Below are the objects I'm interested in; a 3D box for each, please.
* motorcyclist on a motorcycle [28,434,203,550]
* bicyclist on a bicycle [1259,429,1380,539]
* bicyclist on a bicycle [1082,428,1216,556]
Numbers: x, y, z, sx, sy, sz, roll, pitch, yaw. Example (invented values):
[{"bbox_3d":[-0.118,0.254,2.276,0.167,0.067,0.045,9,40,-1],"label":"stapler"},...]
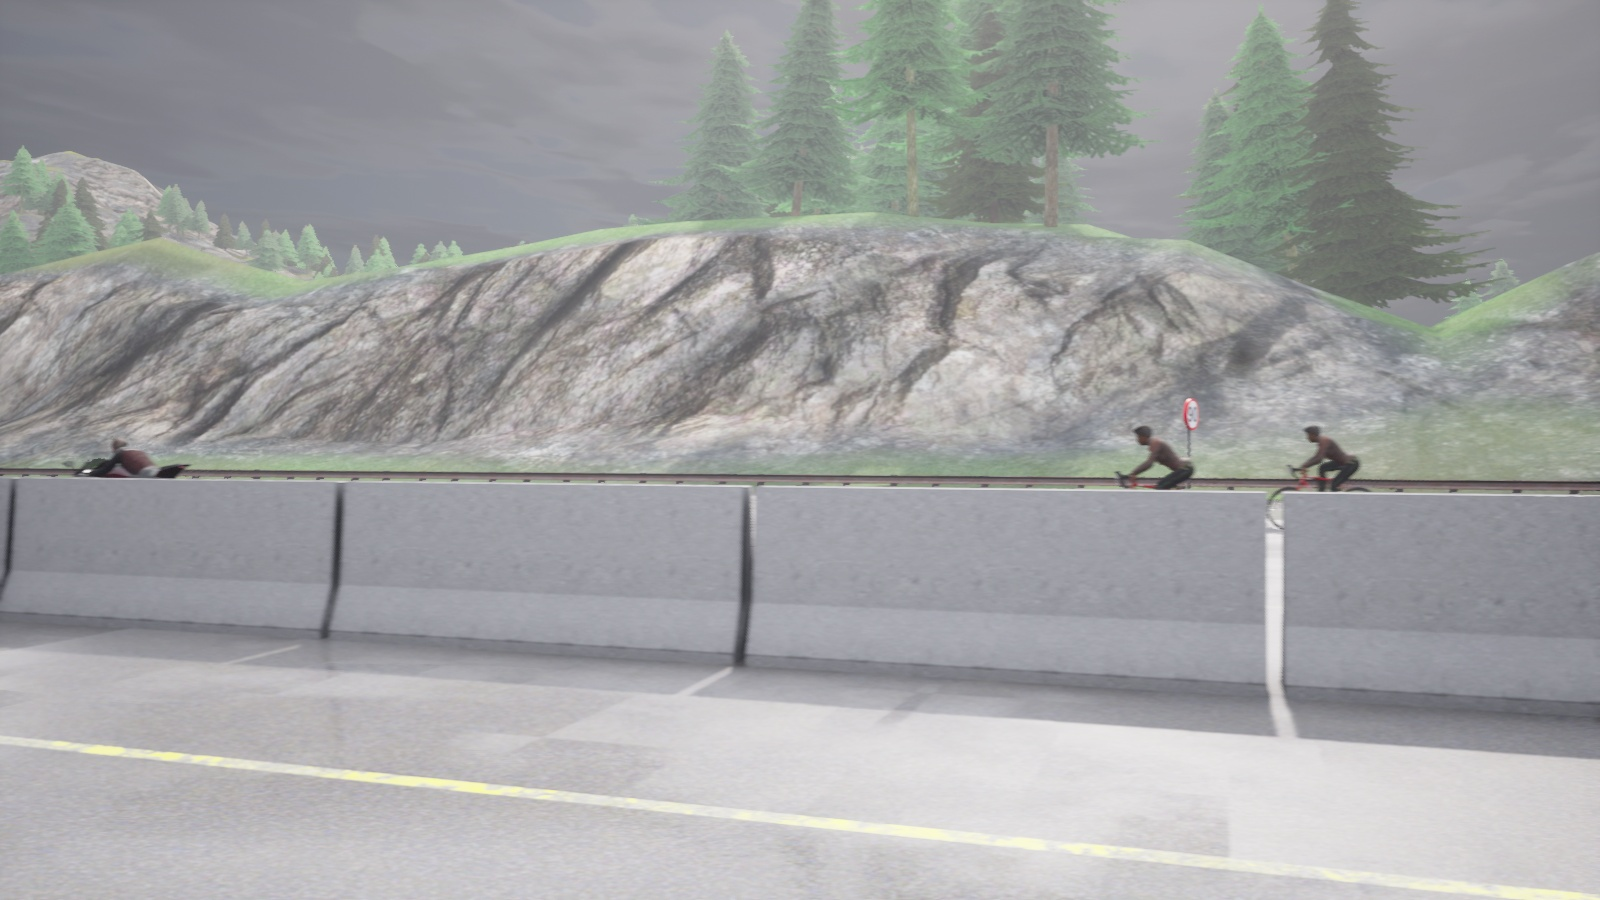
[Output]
[{"bbox_3d":[-9.518,0.545,17.473,2.191,1.530,0.866,1,1,19],"label":"motorcyclist on a motorcycle"},{"bbox_3d":[7.845,0.504,19.015,1.656,1.620,0.582,0,1,19],"label":"bicyclist on a bicycle"},{"bbox_3d":[4.564,0.533,16.427,1.656,1.620,0.582,0,1,19],"label":"bicyclist on a bicycle"}]
